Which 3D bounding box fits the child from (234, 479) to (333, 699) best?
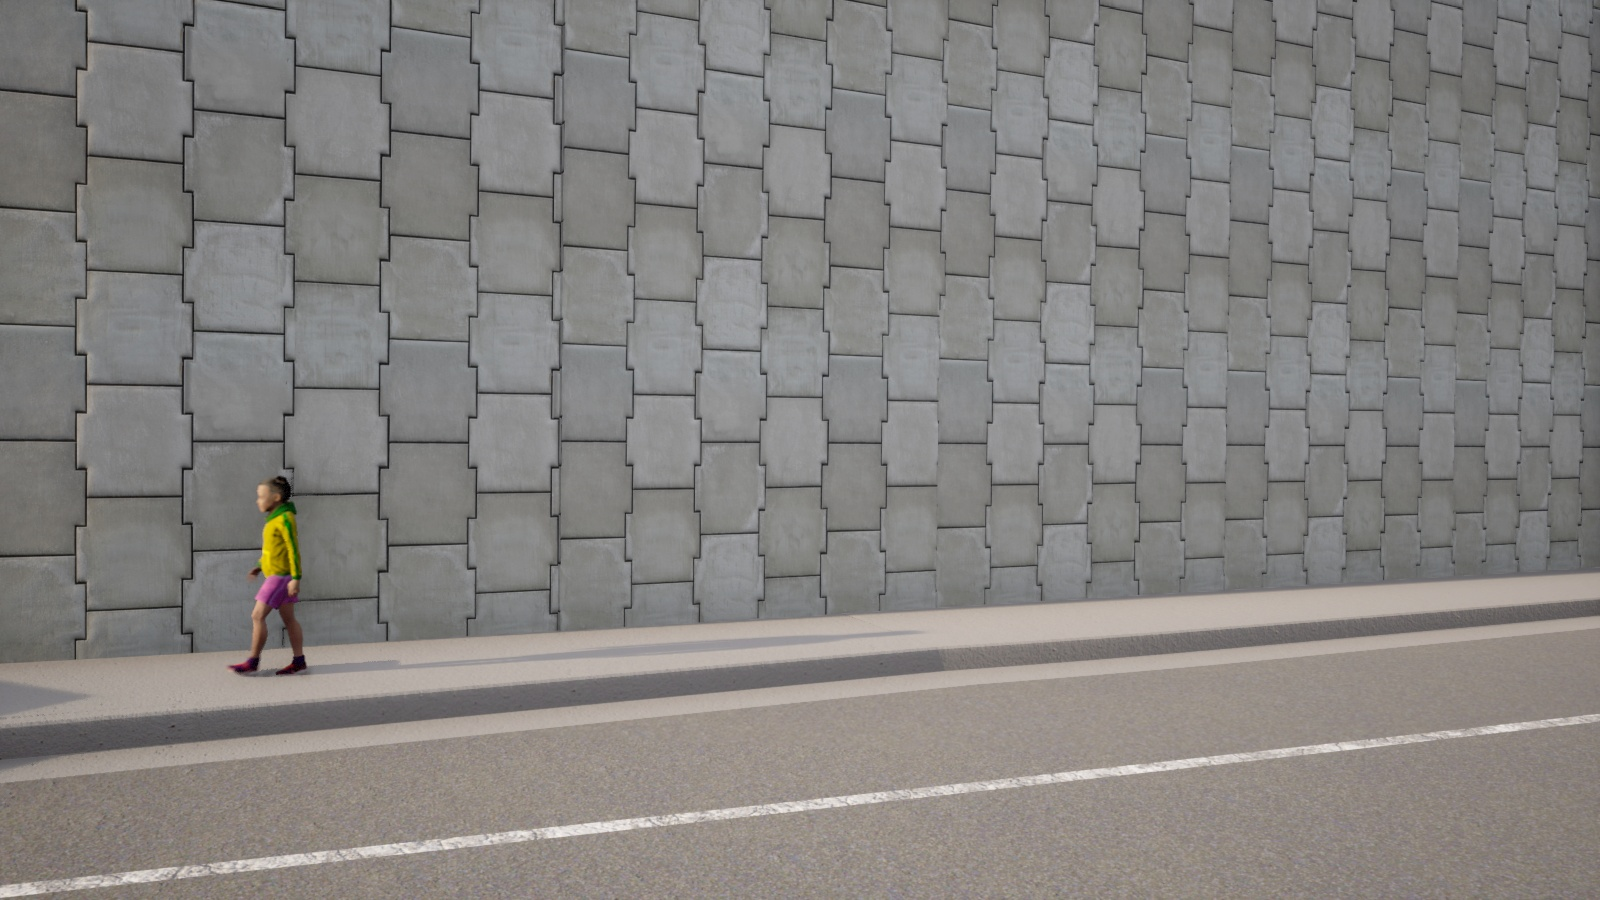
[{"bbox_3d":[-2.865,0.751,6.960,0.473,1.160,0.299,-1,1,-26],"label":"child"}]
